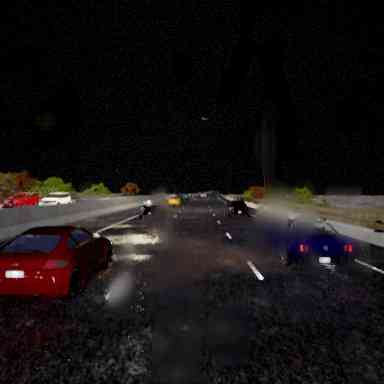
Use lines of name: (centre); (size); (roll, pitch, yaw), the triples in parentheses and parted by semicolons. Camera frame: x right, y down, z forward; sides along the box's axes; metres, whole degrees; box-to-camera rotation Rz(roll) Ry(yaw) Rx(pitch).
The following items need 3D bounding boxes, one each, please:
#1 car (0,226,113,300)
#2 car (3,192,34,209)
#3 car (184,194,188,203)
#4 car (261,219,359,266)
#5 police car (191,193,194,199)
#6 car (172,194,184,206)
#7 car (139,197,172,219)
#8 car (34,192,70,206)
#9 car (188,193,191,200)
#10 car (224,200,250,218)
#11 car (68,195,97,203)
car: (-3.366, 1.532, 8.352); (1.994, 1.385, 4.181); (0, 0, 0)
car: (-20.581, 1.089, 40.612); (2.150, 2.045, 5.566); (0, 0, 2)
car: (-2.332, 1.198, 62.380); (2.097, 1.767, 4.553); (0, 0, 2)
car: (3.650, 1.560, 11.309); (1.895, 1.301, 4.718); (0, 0, 0)
police car: (-1.385, 1.333, 84.327); (2.038, 1.542, 4.974); (0, 0, 3)
car: (-2.694, 1.318, 51.639); (1.801, 1.575, 5.366); (0, 0, 2)
car: (-3.153, 1.400, 27.593); (2.128, 1.511, 4.902); (0, 0, 1)
car: (-17.049, 1.088, 41.824); (2.150, 2.045, 5.566); (0, 0, 2)
car: (-1.892, 1.435, 73.400); (1.895, 1.301, 4.718); (0, 0, 2)
car: (3.871, 1.434, 28.974); (1.812, 1.442, 4.674); (0, 0, 1)
car: (-13.526, 1.362, 42.566); (2.128, 1.511, 4.902); (0, 0, 2)
